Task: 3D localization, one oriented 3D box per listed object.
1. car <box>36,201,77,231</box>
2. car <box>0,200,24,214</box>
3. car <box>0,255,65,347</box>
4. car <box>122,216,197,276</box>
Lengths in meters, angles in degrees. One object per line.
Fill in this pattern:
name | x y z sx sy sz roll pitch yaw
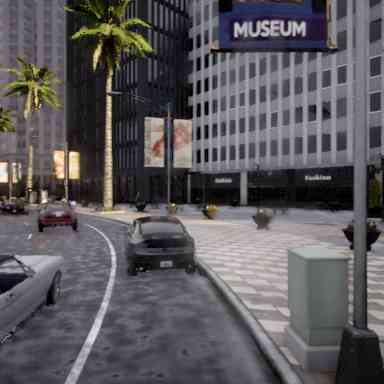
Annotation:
car | -8.547 1.345 20.807 2.097 1.767 4.553 0 0 -27
car | -19.333 1.585 34.991 1.895 1.301 4.718 0 0 -43
car | -3.447 1.598 5.035 1.895 1.301 4.718 0 0 -6
car | -1.145 1.503 10.448 1.837 1.490 4.892 0 0 -13
